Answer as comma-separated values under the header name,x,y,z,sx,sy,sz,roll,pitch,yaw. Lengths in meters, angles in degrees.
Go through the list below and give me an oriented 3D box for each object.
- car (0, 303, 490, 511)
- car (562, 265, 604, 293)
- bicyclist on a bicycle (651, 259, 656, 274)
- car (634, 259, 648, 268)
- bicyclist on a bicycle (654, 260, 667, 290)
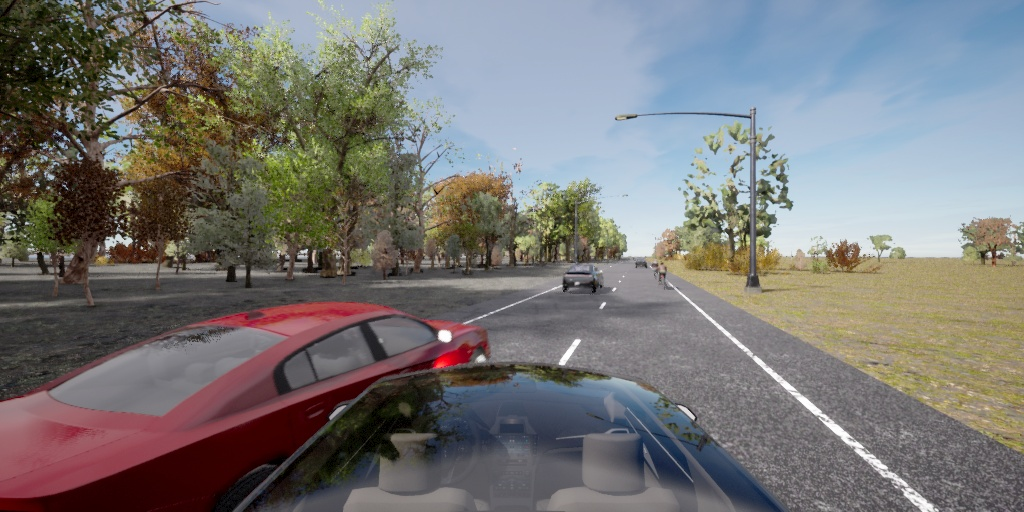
name,x,y,z,sx,sy,sz,roll,pitch,yaw
car,-1.854,1.227,3.742,1.882,1.535,5.008,0,0,19
car,4.225,1.245,21.033,2.128,1.511,4.902,0,0,19
bicyclist on a bicycle,12.275,1.127,30.763,0.659,1.776,1.843,0,0,19
car,22.097,1.269,61.308,1.837,1.490,4.892,0,0,19
bicyclist on a bicycle,9.085,1.207,21.691,0.582,1.620,1.656,0,0,19
